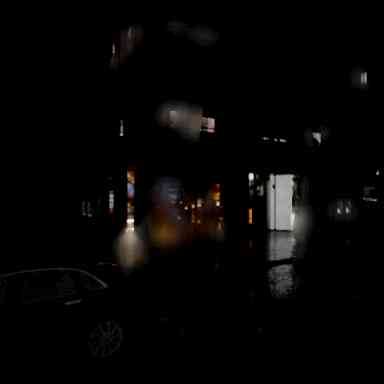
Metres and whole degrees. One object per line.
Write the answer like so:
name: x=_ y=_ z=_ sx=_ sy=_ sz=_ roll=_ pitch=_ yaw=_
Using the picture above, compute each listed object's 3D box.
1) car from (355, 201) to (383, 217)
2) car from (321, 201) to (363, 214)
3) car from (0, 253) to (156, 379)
car: x=17.295 y=1.620 z=30.975 sx=1.882 sy=1.535 sz=5.008 roll=0 pitch=-1 yaw=-35
car: x=17.800 y=1.812 z=39.700 sx=1.802 sy=1.307 sz=4.206 roll=-1 pitch=0 yaw=-35
car: x=-2.593 y=1.551 z=4.249 sx=4.403 sy=1.369 sz=2.008 roll=0 pitch=0 yaw=-35
